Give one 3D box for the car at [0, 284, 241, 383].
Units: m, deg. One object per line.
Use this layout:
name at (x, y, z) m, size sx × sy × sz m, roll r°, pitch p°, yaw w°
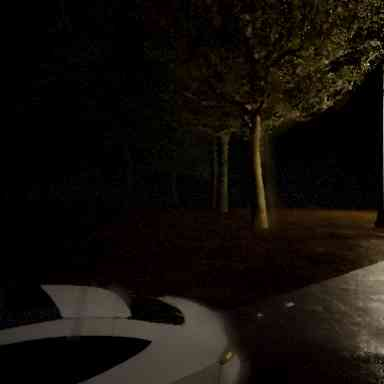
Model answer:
car at (-1.696, 1.531, 2.315) m, size 4.674 × 1.442 × 1.812 m, roll 0°, pitch 0°, yaw -36°
